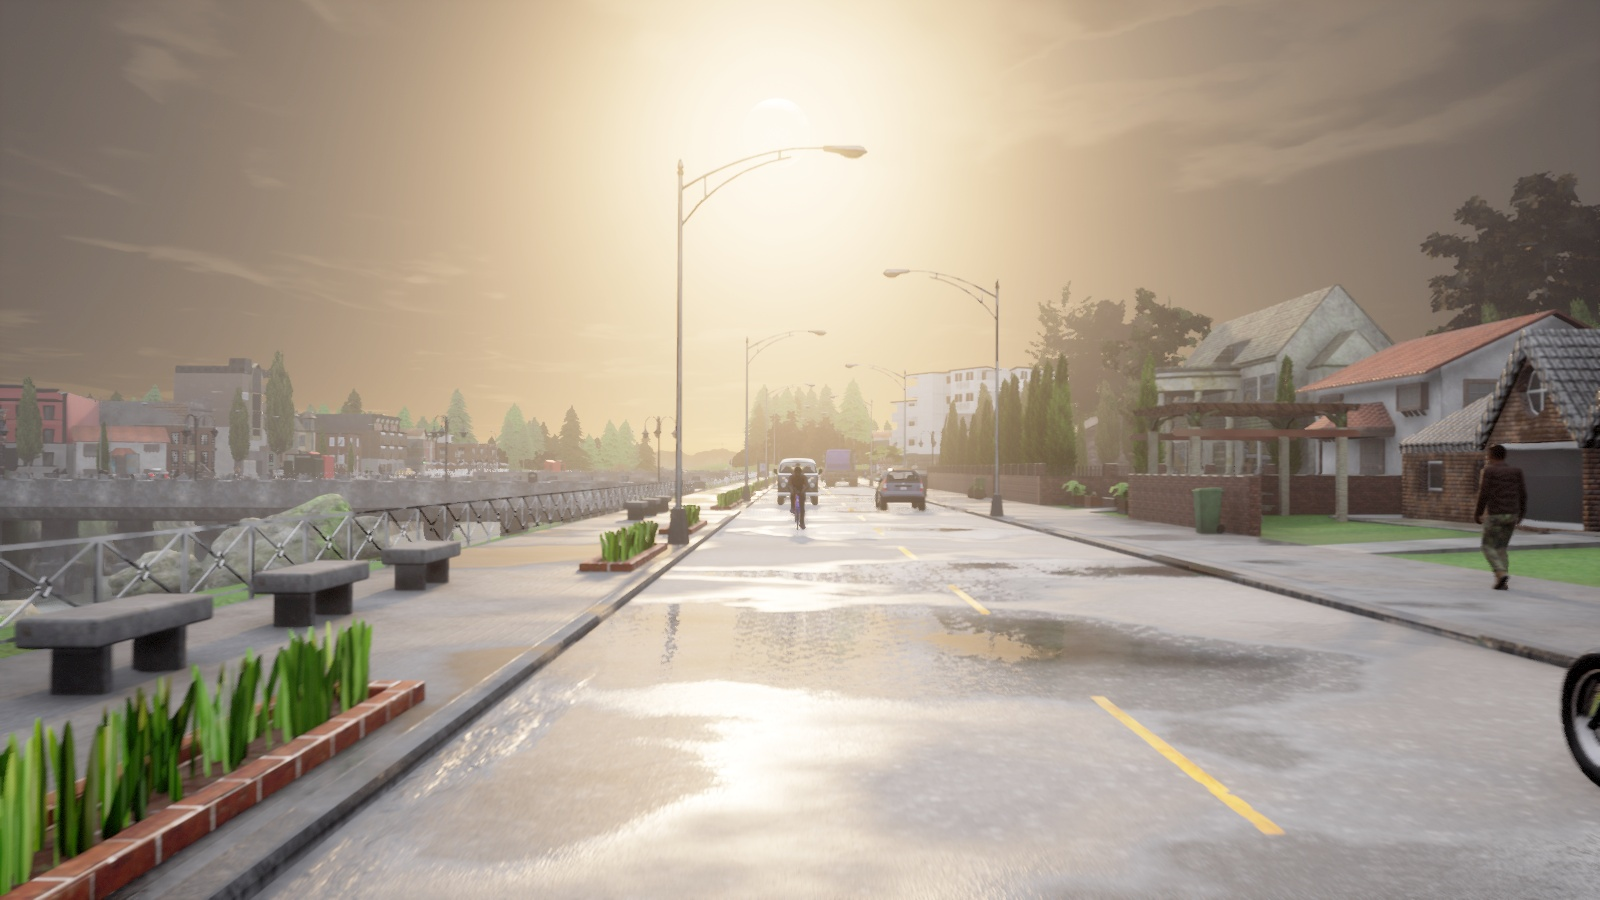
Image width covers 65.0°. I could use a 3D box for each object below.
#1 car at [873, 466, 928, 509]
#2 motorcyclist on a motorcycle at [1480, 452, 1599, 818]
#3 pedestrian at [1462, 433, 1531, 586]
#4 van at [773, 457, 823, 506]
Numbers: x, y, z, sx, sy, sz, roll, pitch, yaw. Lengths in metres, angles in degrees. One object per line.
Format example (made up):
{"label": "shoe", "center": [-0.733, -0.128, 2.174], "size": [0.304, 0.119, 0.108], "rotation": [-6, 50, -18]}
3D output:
{"label": "car", "center": [3.917, 1.446, 49.555], "size": [1.851, 1.617, 3.988], "rotation": [0, -1, 0]}
{"label": "motorcyclist on a motorcycle", "center": [3.992, 0.829, 5.464], "size": [0.766, 1.649, 2.350], "rotation": [0, -1, 0]}
{"label": "pedestrian", "center": [8.605, 0.723, 15.532], "size": [0.431, 1.840, 0.703], "rotation": [0, -1, -2]}
{"label": "van", "center": [-0.092, 1.364, 54.627], "size": [2.069, 2.038, 4.480], "rotation": [0, -1, 0]}
